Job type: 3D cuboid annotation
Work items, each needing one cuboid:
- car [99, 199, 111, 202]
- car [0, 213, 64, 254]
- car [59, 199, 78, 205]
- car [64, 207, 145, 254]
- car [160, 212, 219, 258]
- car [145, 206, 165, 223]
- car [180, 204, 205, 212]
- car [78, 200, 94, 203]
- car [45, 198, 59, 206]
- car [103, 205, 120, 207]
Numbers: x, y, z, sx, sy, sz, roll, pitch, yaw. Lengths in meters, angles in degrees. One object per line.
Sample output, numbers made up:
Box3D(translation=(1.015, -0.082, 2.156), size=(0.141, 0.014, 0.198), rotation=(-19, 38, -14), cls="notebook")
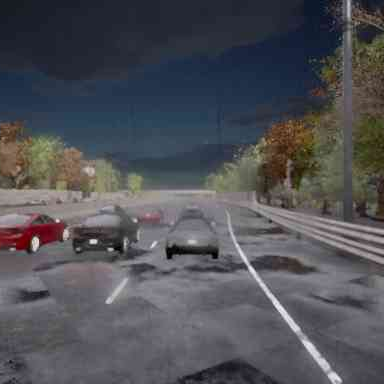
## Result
Box3D(translation=(-17.501, 2.239, 67.405), size=(1.837, 1.490, 4.892), rotation=(0, -1, 0), cls="car")
Box3D(translation=(-6.969, 1.623, 14.261), size=(1.882, 1.535, 5.008), rotation=(0, 0, 1), cls="car")
Box3D(translation=(-24.501, 2.239, 67.405), size=(1.837, 1.490, 4.892), rotation=(0, -1, 0), cls="car")
Box3D(translation=(-3.469, 1.623, 14.248), size=(1.882, 1.535, 5.008), rotation=(0, 0, 1), cls="car")
Box3D(translation=(0.024, 1.702, 13.422), size=(1.994, 1.385, 4.181), rotation=(0, -1, 1), cls="car")
Box3D(translation=(-3.474, 1.861, 28.475), size=(1.994, 1.385, 4.181), rotation=(0, -1, 0), cls="car")
Box3D(translation=(0.024, 1.804, 28.508), size=(1.837, 1.490, 4.892), rotation=(0, 0, 1), cls="car")
Box3D(translation=(-21.001, 2.263, 67.405), size=(1.812, 1.442, 4.674), rotation=(0, -1, 0), cls="car")
Box3D(translation=(-28.001, 2.095, 67.437), size=(2.097, 1.767, 4.553), rotation=(0, -1, 0), cls="car")
Box3D(translation=(-6.972, 1.826, 28.903), size=(1.812, 1.442, 4.674), rotation=(0, 0, 1), cls="car")
